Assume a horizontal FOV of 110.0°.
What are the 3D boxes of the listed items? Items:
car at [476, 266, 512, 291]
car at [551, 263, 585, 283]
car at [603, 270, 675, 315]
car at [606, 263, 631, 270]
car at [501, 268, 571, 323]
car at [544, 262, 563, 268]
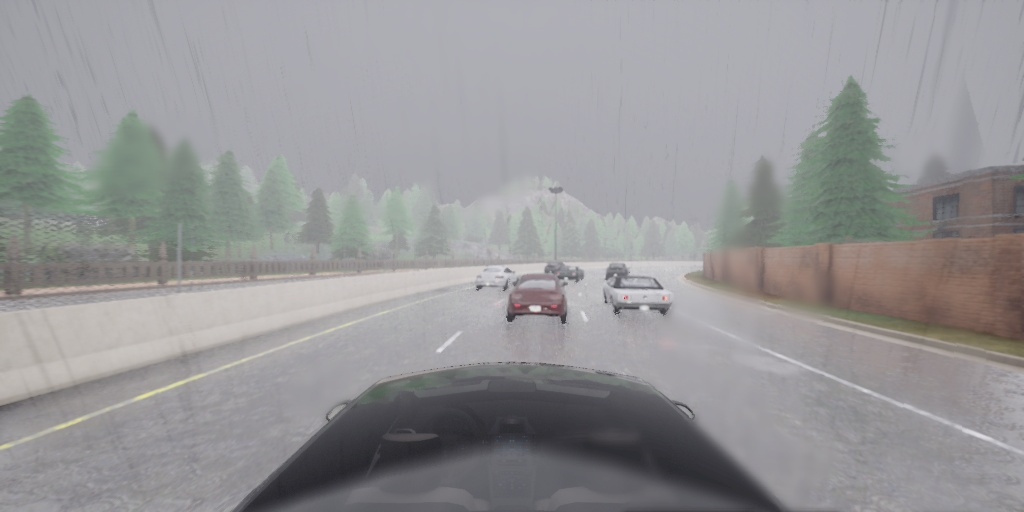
[{"bbox_3d":[-0.852,1.334,22.222,1.812,1.442,4.674,0,0,13],"label":"car"},{"bbox_3d":[4.863,1.460,29.782,1.895,1.301,4.718,0,0,18],"label":"car"},{"bbox_3d":[4.646,1.411,13.886,1.895,1.301,4.718,0,0,8],"label":"car"},{"bbox_3d":[9.702,1.397,32.799,1.837,1.490,4.892,0,0,21],"label":"car"},{"bbox_3d":[0.941,1.312,12.314,1.812,1.442,4.674,0,0,7],"label":"car"},{"bbox_3d":[4.966,1.394,39.570,1.837,1.490,4.892,0,0,23],"label":"car"}]
